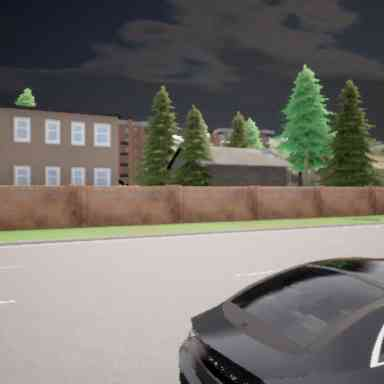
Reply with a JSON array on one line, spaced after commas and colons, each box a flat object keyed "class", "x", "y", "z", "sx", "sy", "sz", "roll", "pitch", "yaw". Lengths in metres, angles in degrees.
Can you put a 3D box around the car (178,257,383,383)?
[{"class": "car", "x": 2.276, "y": 1.496, "z": 3.523, "sx": 4.892, "sy": 1.490, "sz": 1.837, "roll": 0, "pitch": 0, "yaw": -23}]
